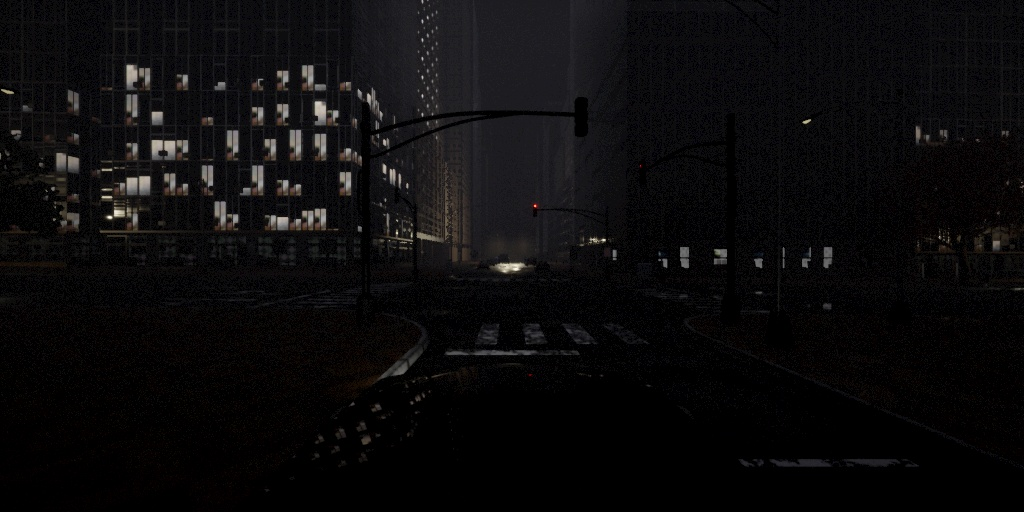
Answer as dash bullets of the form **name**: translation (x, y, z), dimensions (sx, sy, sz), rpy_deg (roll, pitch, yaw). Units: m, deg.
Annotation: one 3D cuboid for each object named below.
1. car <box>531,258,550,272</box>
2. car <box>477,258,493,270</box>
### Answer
- **car**: translation (3.880, 1.329, 46.591), dimensions (1.948, 1.339, 4.313), rpy_deg (0, 0, 0)
- **car**: translation (-4.079, 1.342, 52.076), dimensions (1.802, 1.307, 4.207), rpy_deg (0, 0, 0)
